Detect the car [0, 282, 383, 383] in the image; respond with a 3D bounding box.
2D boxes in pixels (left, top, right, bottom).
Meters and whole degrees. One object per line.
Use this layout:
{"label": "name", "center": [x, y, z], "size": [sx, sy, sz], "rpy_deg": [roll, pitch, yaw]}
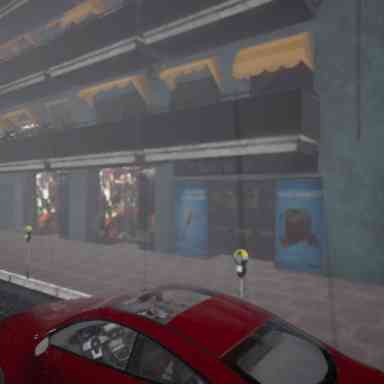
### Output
{"label": "car", "center": [-0.407, 1.577, 3.163], "size": [4.206, 1.307, 1.802], "rpy_deg": [0, 0, 35]}
